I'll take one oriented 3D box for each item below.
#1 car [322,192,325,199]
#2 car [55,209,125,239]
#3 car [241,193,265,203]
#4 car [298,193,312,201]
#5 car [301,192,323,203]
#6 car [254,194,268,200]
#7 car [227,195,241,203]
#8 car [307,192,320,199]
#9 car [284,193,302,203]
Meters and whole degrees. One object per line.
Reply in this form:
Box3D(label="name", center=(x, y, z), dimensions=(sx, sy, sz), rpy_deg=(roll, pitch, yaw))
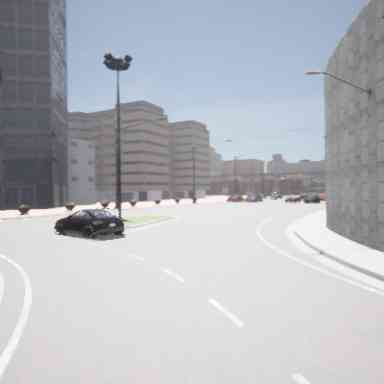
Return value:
Box3D(label="car", center=(26.338, 0.818, 66.706), dimensions=(2.097, 1.767, 4.553), rpy_deg=(-1, 0, 29))
Box3D(label="car", center=(-5.485, 1.613, 17.686), dimensions=(4.181, 1.385, 1.994), rpy_deg=(-1, 0, 39))
Box3D(label="car", center=(11.353, 1.056, 61.554), dimensions=(2.097, 1.767, 4.553), rpy_deg=(-1, 0, 30))
Box3D(label="car", center=(23.101, 1.008, 68.087), dimensions=(1.837, 1.490, 4.892), rpy_deg=(-1, 0, 29))
Box3D(label="car", center=(19.951, 1.146, 55.152), dimensions=(1.994, 1.385, 4.181), rpy_deg=(-1, 0, 29))
Box3D(label="car", center=(15.892, 1.113, 76.682), dimensions=(1.812, 1.442, 4.674), rpy_deg=(-1, 0, 29))
Box3D(label="car", center=(8.219, 1.226, 63.112), dimensions=(1.882, 1.535, 5.008), rpy_deg=(-1, 0, 30))
Box3D(label="car", center=(28.198, 0.798, 77.142), dimensions=(1.994, 1.385, 4.181), rpy_deg=(-1, 0, 29))
Box3D(label="car", center=(17.801, 1.211, 58.626), dimensions=(1.895, 1.301, 4.718), rpy_deg=(-1, 0, 30))
